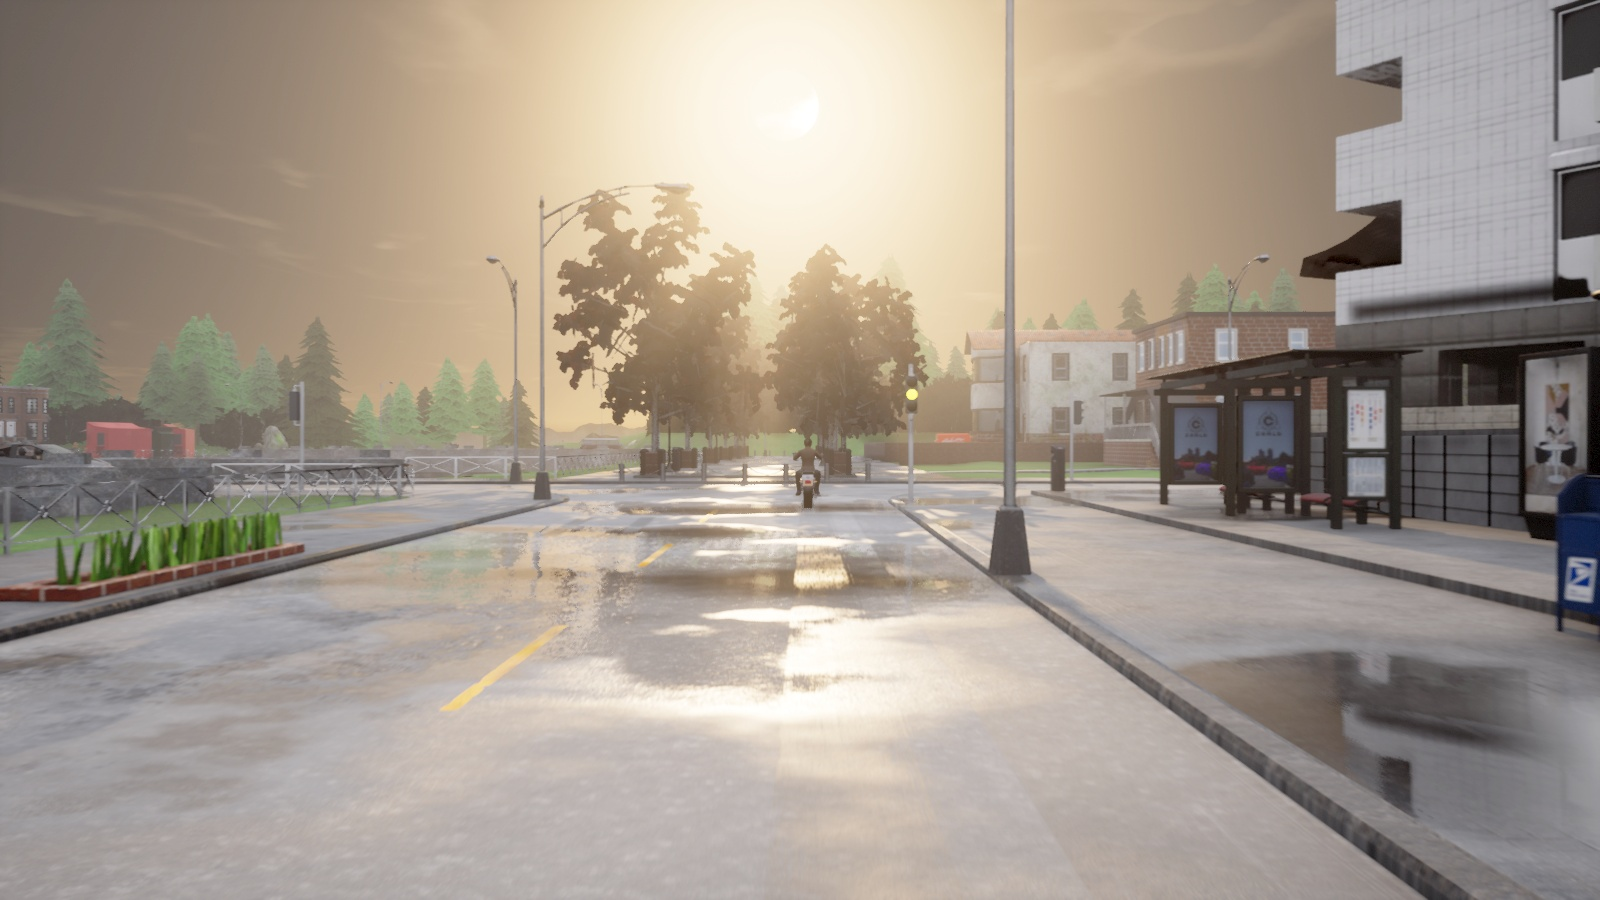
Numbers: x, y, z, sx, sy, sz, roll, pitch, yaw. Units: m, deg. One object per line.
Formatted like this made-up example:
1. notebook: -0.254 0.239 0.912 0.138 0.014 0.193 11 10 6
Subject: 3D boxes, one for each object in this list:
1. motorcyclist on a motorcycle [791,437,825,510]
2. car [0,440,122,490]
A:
1. motorcyclist on a motorcycle: 0.192 0.530 29.612 0.766 1.649 2.350 0 0 1
2. car: -24.158 0.451 39.592 4.514 1.525 2.007 0 0 2
